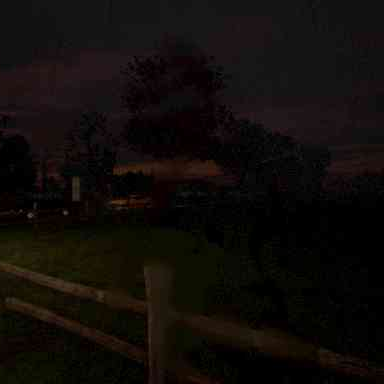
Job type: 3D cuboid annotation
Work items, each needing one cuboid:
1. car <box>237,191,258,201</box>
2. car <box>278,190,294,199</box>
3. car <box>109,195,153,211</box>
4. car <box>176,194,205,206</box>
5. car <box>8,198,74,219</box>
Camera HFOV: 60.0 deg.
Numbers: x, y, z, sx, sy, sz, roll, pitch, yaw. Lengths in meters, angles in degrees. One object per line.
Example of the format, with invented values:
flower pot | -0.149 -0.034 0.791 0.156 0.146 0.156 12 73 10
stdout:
car | 8.957 0.652 53.671 1.882 1.535 5.008 0 1 37
car | 16.548 0.501 59.136 1.837 1.490 4.892 0 0 36
car | -6.062 1.041 33.543 1.882 1.535 5.008 0 1 37
car | -0.171 0.958 41.471 1.994 1.385 4.181 0 1 38
car | -11.656 1.232 25.989 1.837 1.490 4.892 0 1 37
